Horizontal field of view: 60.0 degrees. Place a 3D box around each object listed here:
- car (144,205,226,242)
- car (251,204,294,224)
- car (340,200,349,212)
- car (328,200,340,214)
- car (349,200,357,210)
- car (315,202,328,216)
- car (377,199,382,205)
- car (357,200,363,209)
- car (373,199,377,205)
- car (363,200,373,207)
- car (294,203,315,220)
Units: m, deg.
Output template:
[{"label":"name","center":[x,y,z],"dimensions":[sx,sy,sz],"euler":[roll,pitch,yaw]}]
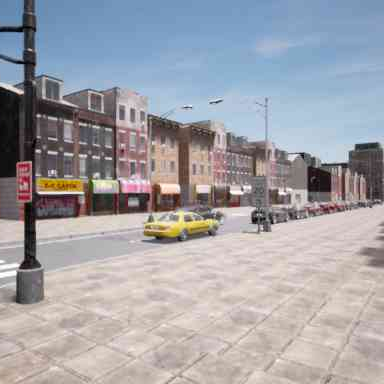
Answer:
[{"label":"car","center":[-0.330,1.596,16.850],"dimensions":[1.752,1.417,4.829],"euler":[-1,-1,35]},{"label":"car","center":[6.086,1.712,25.886],"dimensions":[1.947,1.339,4.313],"euler":[-1,-1,35]},{"label":"car","center":[19.112,1.781,44.235],"dimensions":[1.967,1.590,4.097],"euler":[-1,-1,35]},{"label":"car","center":[15.856,1.832,39.647],"dimensions":[1.887,1.381,4.507],"euler":[-1,-1,35]},{"label":"car","center":[22.370,1.950,48.821],"dimensions":[2.008,1.369,4.403],"euler":[-1,-1,35]},{"label":"car","center":[12.599,1.819,35.059],"dimensions":[1.802,1.307,4.206],"euler":[-1,-1,35]},{"label":"car","center":[45.166,2.458,80.927],"dimensions":[2.008,1.369,4.403],"euler":[-2,-2,35]},{"label":"car","center":[25.626,2.011,53.407],"dimensions":[2.008,1.369,4.403],"euler":[-1,-1,35]},{"label":"car","center":[35.397,2.209,67.168],"dimensions":[1.887,1.381,4.507],"euler":[-1,-2,35]},{"label":"car","center":[32.141,2.144,62.582],"dimensions":[2.008,1.369,4.403],"euler":[-1,-1,35]},{"label":"car","center":[9.342,1.741,30.473],"dimensions":[2.008,1.369,4.403],"euler":[-1,-1,35]}]
